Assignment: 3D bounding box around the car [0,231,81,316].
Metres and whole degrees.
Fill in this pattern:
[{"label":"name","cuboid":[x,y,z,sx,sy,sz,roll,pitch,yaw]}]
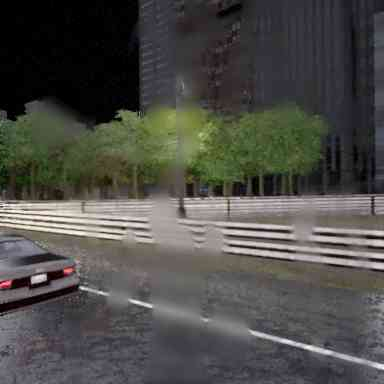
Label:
[{"label":"car","cuboid":[-4.722,1.580,7.320,5.357,1.411,2.033,0,0,36]}]
